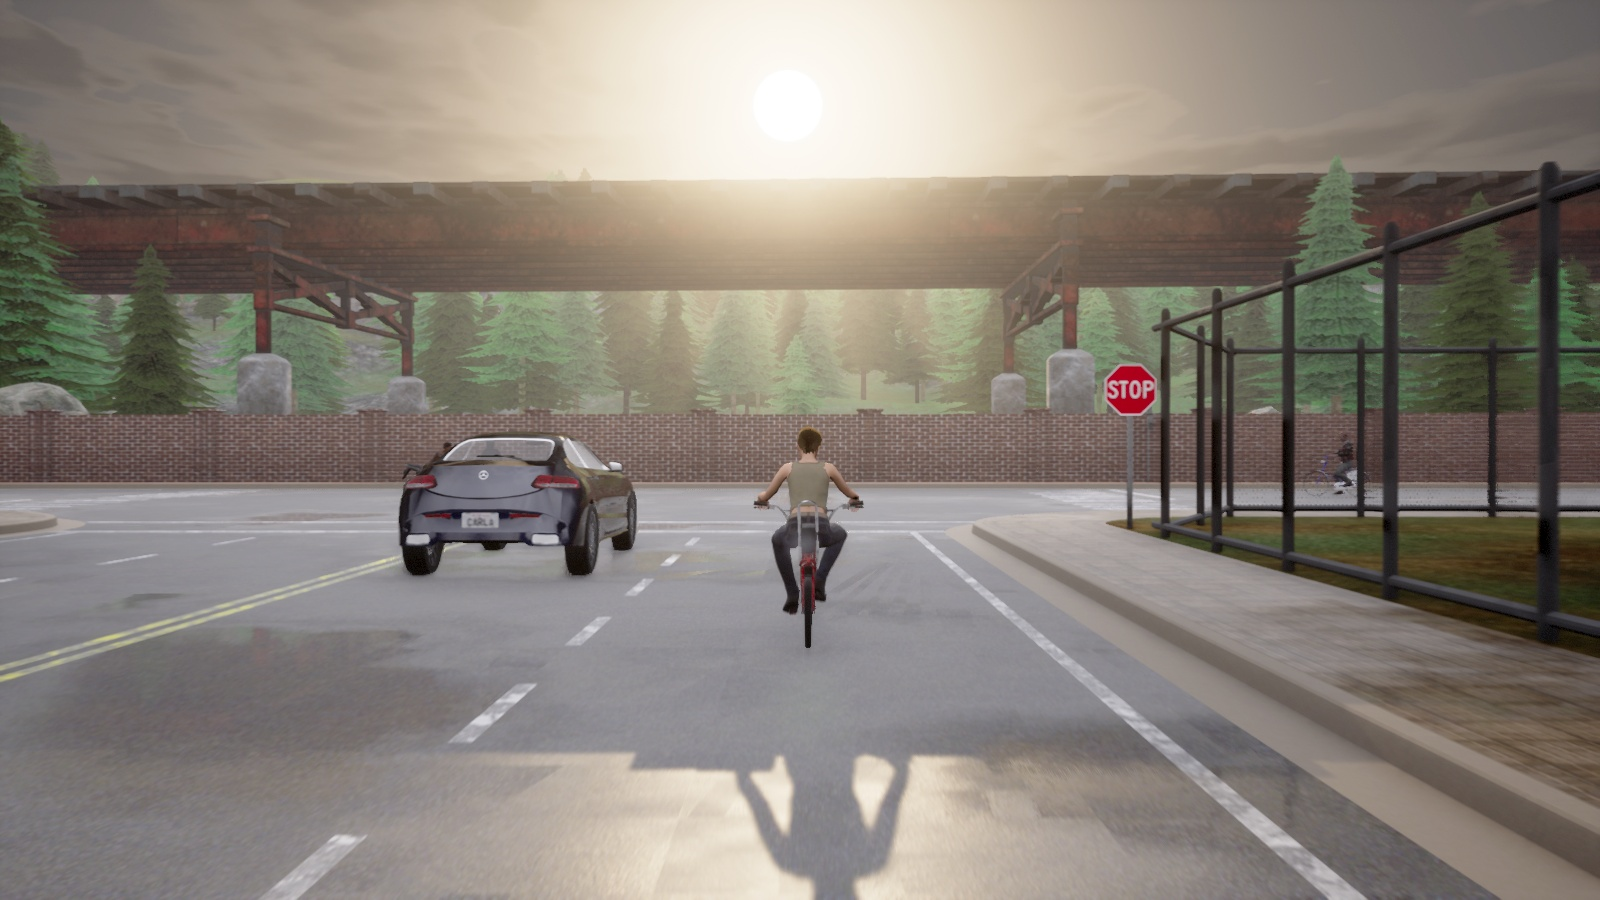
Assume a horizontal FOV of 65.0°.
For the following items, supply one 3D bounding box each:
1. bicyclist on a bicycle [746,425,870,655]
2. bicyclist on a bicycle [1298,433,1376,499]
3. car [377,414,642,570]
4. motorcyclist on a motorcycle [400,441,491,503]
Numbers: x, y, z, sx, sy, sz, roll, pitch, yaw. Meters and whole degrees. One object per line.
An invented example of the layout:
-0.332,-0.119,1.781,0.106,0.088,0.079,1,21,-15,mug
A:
0.065,0.629,9.554,0.866,1.612,1.509,0,0,1,bicyclist on a bicycle
14.724,0.435,34.435,1.843,1.776,0.659,0,0,1,bicyclist on a bicycle
-3.395,0.433,15.829,2.152,1.651,5.027,0,0,0,car
-8.878,0.544,31.473,2.044,1.523,0.797,0,0,1,motorcyclist on a motorcycle
